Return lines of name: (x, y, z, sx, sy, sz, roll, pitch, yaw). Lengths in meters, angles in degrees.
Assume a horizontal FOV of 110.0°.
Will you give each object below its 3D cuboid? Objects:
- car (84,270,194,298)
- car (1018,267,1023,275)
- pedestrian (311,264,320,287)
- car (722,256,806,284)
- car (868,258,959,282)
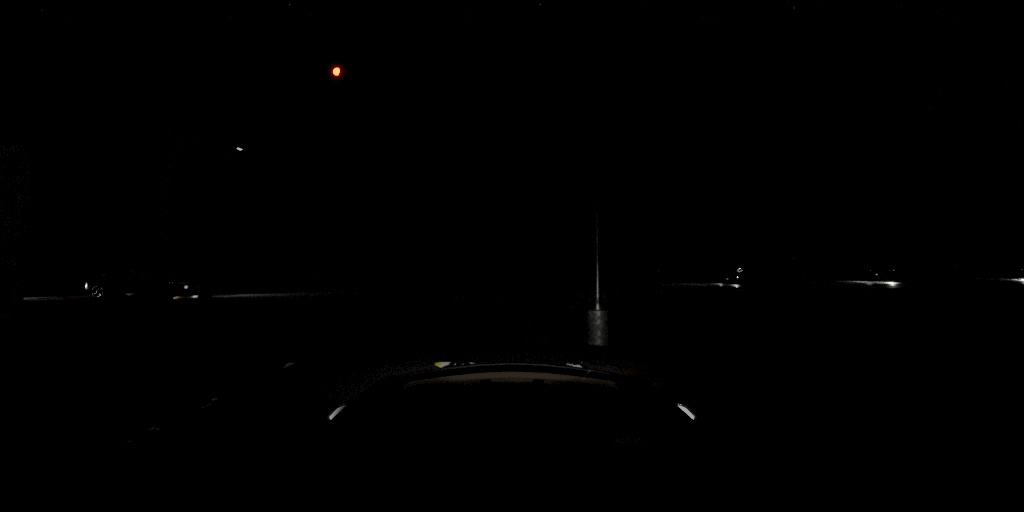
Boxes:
car: (-20.429, 1.484, 19.791, 4.902, 1.511, 2.128, -1, -2, 0)
car: (36.723, 0.752, 23.354, 5.357, 1.411, 2.033, -1, -2, 0)
pedestrian: (-15.063, 1.466, 27.382, 0.375, 1.860, 0.375, 0, -1, 0)
car: (16.279, 0.875, 23.413, 4.553, 1.767, 2.097, -1, -2, 0)
car: (26.128, 0.891, 23.388, 4.674, 1.442, 1.812, -1, -2, 1)
